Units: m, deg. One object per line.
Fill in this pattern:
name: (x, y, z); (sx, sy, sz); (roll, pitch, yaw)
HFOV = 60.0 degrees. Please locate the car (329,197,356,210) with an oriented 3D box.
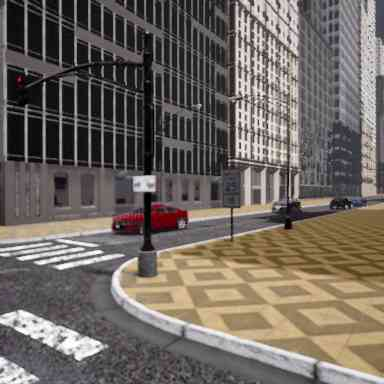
car: (18.194, 1.356, 40.546); (1.837, 1.490, 4.892); (0, 0, 37)

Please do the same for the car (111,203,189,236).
car: (-2.207, 1.433, 18.555); (1.882, 1.535, 5.008); (0, 0, 37)

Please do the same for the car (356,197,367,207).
car: (24.407, 1.366, 48.913); (2.033, 1.411, 5.357); (0, 0, 37)

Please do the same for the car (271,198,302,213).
car: (9.898, 1.383, 34.700); (2.128, 1.511, 4.902); (0, 0, 37)
